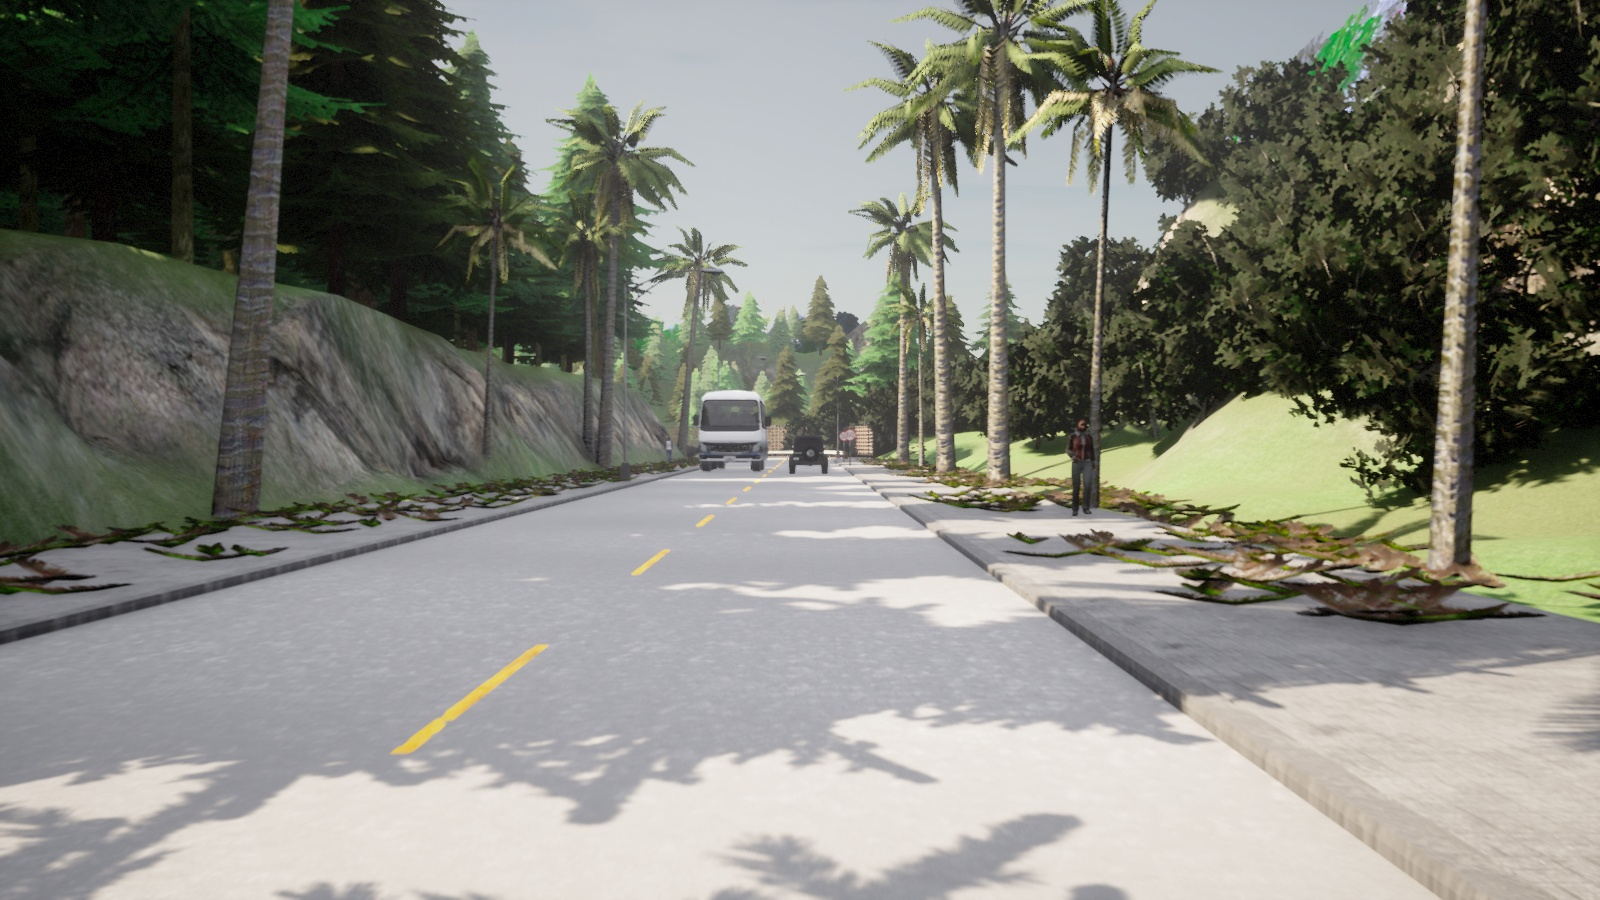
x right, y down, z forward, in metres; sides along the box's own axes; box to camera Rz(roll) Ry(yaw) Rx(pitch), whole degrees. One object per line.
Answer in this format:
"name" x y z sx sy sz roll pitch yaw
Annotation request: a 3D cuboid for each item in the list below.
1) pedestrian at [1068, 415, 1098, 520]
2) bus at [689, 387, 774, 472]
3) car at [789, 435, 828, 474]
"pedestrian" 5.249 0.319 23.309 0.402 1.930 0.666 0 0 1
"bus" -3.536 -1.014 67.692 3.944 4.253 10.273 0 0 0
"car" 0.421 0.194 61.909 1.905 1.878 3.866 0 0 0
